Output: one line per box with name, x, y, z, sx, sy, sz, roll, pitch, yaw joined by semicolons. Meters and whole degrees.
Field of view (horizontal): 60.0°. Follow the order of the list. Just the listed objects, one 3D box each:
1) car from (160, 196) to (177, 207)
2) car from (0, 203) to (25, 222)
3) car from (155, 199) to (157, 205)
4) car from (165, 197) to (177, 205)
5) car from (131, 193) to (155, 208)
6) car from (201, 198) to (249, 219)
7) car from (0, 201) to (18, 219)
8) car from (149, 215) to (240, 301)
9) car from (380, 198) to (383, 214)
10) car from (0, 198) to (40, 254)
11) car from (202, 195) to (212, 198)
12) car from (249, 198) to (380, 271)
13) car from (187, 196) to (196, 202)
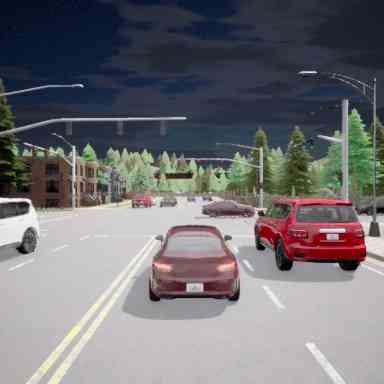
car;-3.702;1.352;51.184;2.097;1.767;4.553;0;0;0
car;-16.099;1.547;25.625;5.357;1.411;2.033;0;0;-1
car;-7.205;1.525;57.307;1.812;1.442;4.674;0;0;0
car;-3.700;1.564;59.792;1.994;1.385;4.181;0;0;0
car;-7.169;1.221;47.908;2.150;2.045;5.566;0;0;2
car;3.104;1.525;28.848;4.674;1.442;1.812;0;0;1
car;-18.464;1.547;29.086;5.357;1.411;2.033;0;0;-1
car;0.046;1.526;8.185;1.812;1.442;4.674;0;0;0
car;18.261;1.352;32.457;4.553;1.767;2.097;0;0;0
car;-6.963;1.221;10.529;2.150;2.045;5.566;0;0;2
car;3.356;1.355;74.348;2.097;1.767;4.553;0;0;0
car;3.553;1.221;11.066;2.150;2.045;5.566;0;0;0
car;-0.152;1.553;74.575;1.994;1.385;4.181;0;0;0
